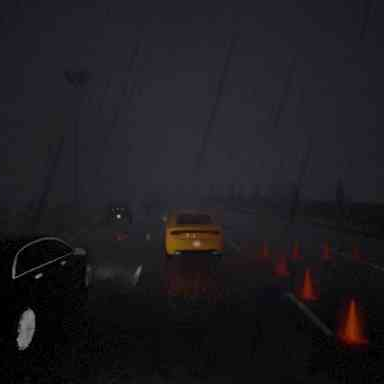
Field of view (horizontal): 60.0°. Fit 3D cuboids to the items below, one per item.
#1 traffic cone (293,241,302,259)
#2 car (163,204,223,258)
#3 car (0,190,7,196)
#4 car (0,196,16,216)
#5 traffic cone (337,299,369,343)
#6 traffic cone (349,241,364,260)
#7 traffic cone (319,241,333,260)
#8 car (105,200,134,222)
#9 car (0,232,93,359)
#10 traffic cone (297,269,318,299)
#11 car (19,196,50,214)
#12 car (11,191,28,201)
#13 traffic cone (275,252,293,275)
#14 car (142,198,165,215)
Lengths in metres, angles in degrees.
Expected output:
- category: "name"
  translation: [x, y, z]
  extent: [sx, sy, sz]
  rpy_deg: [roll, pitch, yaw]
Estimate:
- category: "traffic cone"
  translation: [3.474, 1.922, 11.089]
  extent: [0.340, 0.580, 0.340]
  rpy_deg: [0, 0, 0]
- category: "car"
  translation: [-0.055, 1.422, 12.624]
  extent: [1.882, 1.535, 5.008]
  rpy_deg: [0, 0, -5]
- category: "car"
  translation: [-37.502, 0.720, 64.632]
  extent: [2.150, 2.045, 5.566]
  rpy_deg: [0, 0, -40]
- category: "car"
  translation: [-17.678, 1.341, 29.756]
  extent: [2.033, 1.411, 5.357]
  rpy_deg: [0, 0, -17]
- category: "traffic cone"
  translation: [2.459, 1.944, 5.092]
  extent: [0.340, 0.580, 0.340]
  rpy_deg: [0, 0, 0]
- category: "traffic cone"
  translation: [5.474, 1.931, 11.084]
  extent: [0.340, 0.580, 0.340]
  rpy_deg: [0, 0, 0]
- category: "traffic cone"
  translation: [4.474, 1.927, 11.087]
  extent: [0.340, 0.580, 0.340]
  rpy_deg: [0, 0, 0]
- category: "car"
  translation: [-5.447, 1.373, 24.879]
  extent: [1.837, 1.490, 4.892]
  rpy_deg: [1, 0, -12]
- category: "car"
  translation: [-3.165, 1.465, 5.858]
  extent: [1.837, 1.490, 4.892]
  rpy_deg: [1, 0, -1]
- category: "traffic cone"
  translation: [2.464, 1.935, 7.092]
  extent: [0.340, 0.580, 0.340]
  rpy_deg: [0, 0, 0]
- category: "car"
  translation: [-14.545, 1.347, 31.424]
  extent: [2.033, 1.411, 5.357]
  rpy_deg: [0, 0, -17]
- category: "car"
  translation: [-34.436, 0.731, 66.452]
  extent: [2.150, 2.045, 5.566]
  rpy_deg: [0, 0, -40]
- category: "traffic cone"
  translation: [2.469, 1.926, 9.092]
  extent: [0.340, 0.580, 0.340]
  rpy_deg: [0, 0, 0]
- category: "car"
  translation: [-3.699, 1.336, 32.167]
  extent: [2.128, 1.511, 4.902]
  rpy_deg: [0, 0, -16]
